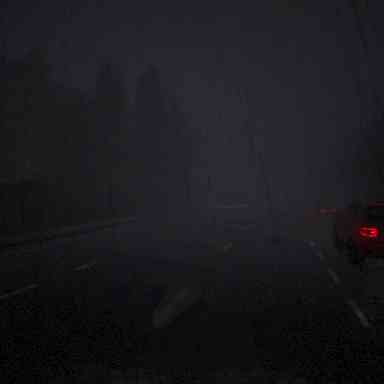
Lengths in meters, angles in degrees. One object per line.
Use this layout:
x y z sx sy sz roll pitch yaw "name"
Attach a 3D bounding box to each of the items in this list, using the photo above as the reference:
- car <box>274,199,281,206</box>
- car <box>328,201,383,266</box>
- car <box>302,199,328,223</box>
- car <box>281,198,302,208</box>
16.340 1.739 57.979 4.902 1.511 2.128 1 0 -38 "car"
6.456 1.326 11.713 2.150 2.045 5.566 1 0 15 "car"
10.463 1.514 27.174 2.097 1.767 4.553 1 0 15 "car"
17.415 1.815 54.519 5.357 1.411 2.033 1 0 -39 "car"
